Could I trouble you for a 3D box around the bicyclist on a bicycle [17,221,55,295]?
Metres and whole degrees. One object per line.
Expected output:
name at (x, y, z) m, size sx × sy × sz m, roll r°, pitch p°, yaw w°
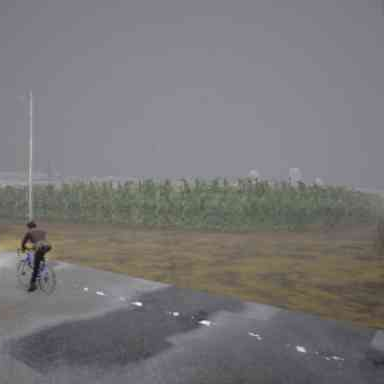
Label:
bicyclist on a bicycle at (-3.670, 1.513, 7.788) m, size 1.656 × 1.620 × 0.582 m, roll -1°, pitch -1°, yaw 36°
